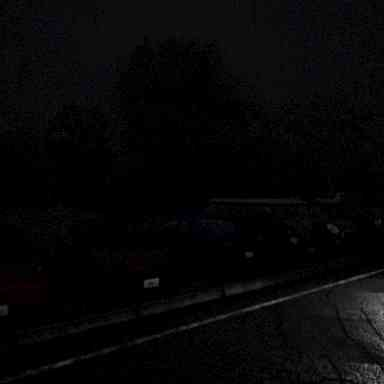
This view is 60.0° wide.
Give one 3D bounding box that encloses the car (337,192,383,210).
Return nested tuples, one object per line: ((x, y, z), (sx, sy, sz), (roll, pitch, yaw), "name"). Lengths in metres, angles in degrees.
((21.570, 1.067, 42.034), (2.435, 2.045, 5.566), (0, 0, -36), "car")

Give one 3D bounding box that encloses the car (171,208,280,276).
((0.034, 1.450, 10.515), (2.097, 1.535, 5.008), (0, 0, -36), "car")

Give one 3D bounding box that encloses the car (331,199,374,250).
((4.573, 1.304, 13.805), (2.185, 1.767, 4.553), (0, 0, -36), "car")

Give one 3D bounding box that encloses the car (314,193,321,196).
((10.278, 1.244, 33.963), (2.185, 1.767, 4.553), (0, 0, -36), "car")

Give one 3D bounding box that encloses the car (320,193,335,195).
((14.796, 1.098, 37.191), (2.435, 2.045, 5.566), (0, 0, -36), "car")

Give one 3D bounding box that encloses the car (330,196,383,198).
((9.170, 1.283, 17.016), (2.185, 1.767, 4.553), (0, 0, -36), "car")

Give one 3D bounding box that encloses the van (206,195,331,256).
((2.378, 1.214, 12.054), (1.878, 1.987, 4.442), (0, 0, -36), "van")

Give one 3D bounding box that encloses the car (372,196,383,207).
((28.385, 1.297, 46.835), (2.163, 1.488, 4.792), (0, 0, -36), "car")

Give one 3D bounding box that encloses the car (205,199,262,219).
((3.519, 1.401, 29.100), (2.231, 1.521, 4.892), (0, 0, -36), "car")

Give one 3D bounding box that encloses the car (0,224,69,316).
((-4.513, 1.500, 7.235), (2.163, 1.488, 4.792), (0, 0, -36), "car")

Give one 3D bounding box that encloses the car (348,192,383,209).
((23.861, 1.052, 43.602), (2.435, 2.045, 5.566), (0, 0, -36), "car")

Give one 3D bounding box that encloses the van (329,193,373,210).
((19.260, 1.103, 40.491), (1.878, 1.987, 4.442), (0, 0, -36), "van")

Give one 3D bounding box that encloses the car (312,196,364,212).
((16.963, 1.336, 38.934), (1.946, 1.575, 5.366), (0, 0, -36), "car")

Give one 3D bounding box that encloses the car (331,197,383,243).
((6.889, 1.293, 15.385), (2.185, 1.767, 4.553), (0, 0, -36), "car")

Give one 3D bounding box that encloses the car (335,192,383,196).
((11.448, 1.147, 18.648), (2.435, 2.045, 5.566), (0, 0, -36), "car")

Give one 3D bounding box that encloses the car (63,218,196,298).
((-2.233, 1.490, 8.865), (2.163, 1.488, 4.792), (0, 0, -36), "car")

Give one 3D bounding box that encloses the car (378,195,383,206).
((30.515, 1.237, 48.621), (1.946, 1.575, 5.366), (-1, 0, -36), "car")

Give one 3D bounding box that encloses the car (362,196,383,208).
((26.087, 1.315, 45.264), (2.163, 1.488, 4.792), (0, 0, -36), "car")

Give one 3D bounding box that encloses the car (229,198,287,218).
((5.889, 1.387, 30.560), (1.946, 1.575, 5.366), (0, 0, -36), "car")
